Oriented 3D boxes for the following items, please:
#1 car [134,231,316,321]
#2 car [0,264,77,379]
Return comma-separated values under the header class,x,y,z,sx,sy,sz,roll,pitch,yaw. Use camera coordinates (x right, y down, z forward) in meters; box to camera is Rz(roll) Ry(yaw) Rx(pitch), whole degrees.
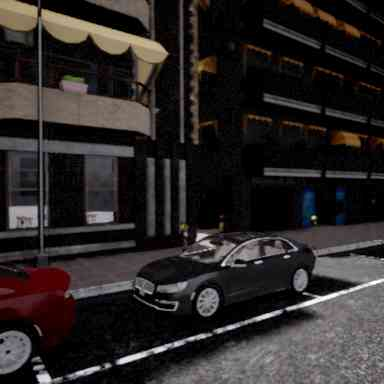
class,x,y,z,sx,sy,sz,roll,pitch,yaw
car,0.894,1.571,7.209,4.403,1.369,2.008,0,-1,-35
car,-3.728,1.541,3.912,4.507,1.381,1.887,0,-1,-35
